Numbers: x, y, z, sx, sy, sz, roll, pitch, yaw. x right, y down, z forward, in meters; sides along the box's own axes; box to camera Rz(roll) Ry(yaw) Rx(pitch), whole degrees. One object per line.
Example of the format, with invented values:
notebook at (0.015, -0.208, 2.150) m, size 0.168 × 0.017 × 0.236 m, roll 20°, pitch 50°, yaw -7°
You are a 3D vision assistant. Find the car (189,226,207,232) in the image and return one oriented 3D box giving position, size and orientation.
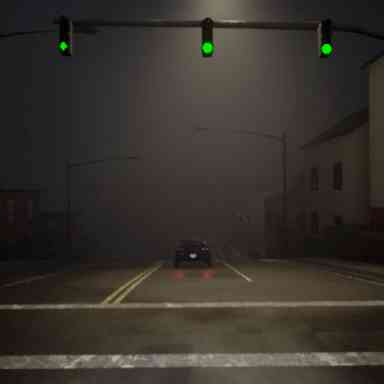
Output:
car at (1.392, 9.473, 84.555) m, size 4.974 × 1.542 × 2.038 m, roll 0°, pitch 0°, yaw 28°

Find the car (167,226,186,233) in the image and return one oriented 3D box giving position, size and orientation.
car at (-3.924, 9.358, 83.730) m, size 4.536 × 1.218 × 1.853 m, roll 0°, pitch 0°, yaw -37°

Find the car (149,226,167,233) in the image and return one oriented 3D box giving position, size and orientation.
car at (-8.611, 9.395, 83.666) m, size 4.536 × 1.218 × 1.853 m, roll 0°, pitch 0°, yaw 43°

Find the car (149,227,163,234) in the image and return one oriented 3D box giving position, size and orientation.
car at (-8.572, 9.552, 83.631) m, size 4.974 × 1.542 × 2.038 m, roll 0°, pitch 0°, yaw 43°

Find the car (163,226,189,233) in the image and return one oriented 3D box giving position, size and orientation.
car at (-3.964, 9.515, 83.699) m, size 4.974 × 1.542 × 2.038 m, roll 0°, pitch 0°, yaw -37°

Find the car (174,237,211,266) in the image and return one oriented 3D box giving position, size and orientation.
car at (0.026, 3.155, 17.917) m, size 1.812 × 1.442 × 4.674 m, roll -1°, pitch -8°, yaw -1°

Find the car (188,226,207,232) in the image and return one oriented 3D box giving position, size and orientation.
car at (1.345, 9.316, 84.579) m, size 4.536 × 1.218 × 1.853 m, roll 0°, pitch 0°, yaw 28°
